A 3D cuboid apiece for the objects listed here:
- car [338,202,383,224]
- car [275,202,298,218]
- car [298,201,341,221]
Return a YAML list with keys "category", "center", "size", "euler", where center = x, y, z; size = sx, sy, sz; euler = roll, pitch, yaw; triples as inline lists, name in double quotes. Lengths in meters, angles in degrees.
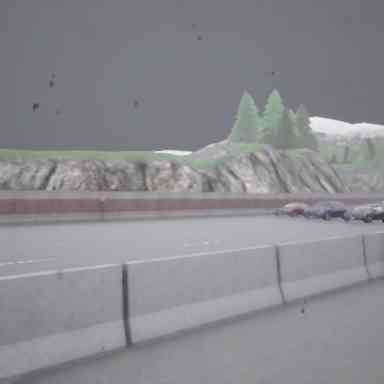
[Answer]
- category: "car"
  center: [14.301, 1.773, 27.191]
  size: [4.674, 1.442, 1.812]
  euler: [1, 0, -36]
- category: "car"
  center: [10.188, 1.772, 32.843]
  size: [4.674, 1.442, 1.812]
  euler: [1, 0, -37]
- category: "car"
  center: [12.040, 1.596, 29.884]
  size: [4.553, 1.767, 2.097]
  euler: [1, 0, -37]
